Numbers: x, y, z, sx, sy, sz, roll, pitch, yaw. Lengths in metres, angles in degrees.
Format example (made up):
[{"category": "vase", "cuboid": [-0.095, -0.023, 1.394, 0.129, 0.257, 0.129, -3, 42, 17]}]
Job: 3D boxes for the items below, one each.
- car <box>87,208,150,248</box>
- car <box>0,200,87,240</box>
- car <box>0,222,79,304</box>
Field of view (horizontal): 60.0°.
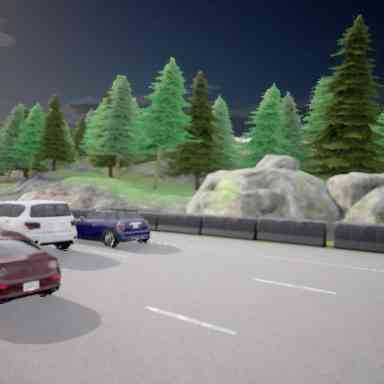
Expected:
[{"category": "car", "cuboid": [-4.170, 1.536, 15.946, 4.553, 1.767, 2.097, 0, -1, 37]}, {"category": "car", "cuboid": [-7.051, 1.348, 13.747, 5.566, 2.045, 2.150, 0, -1, 37]}, {"category": "car", "cuboid": [-4.837, 1.589, 7.645, 4.674, 1.442, 1.812, 0, -1, 37]}]
